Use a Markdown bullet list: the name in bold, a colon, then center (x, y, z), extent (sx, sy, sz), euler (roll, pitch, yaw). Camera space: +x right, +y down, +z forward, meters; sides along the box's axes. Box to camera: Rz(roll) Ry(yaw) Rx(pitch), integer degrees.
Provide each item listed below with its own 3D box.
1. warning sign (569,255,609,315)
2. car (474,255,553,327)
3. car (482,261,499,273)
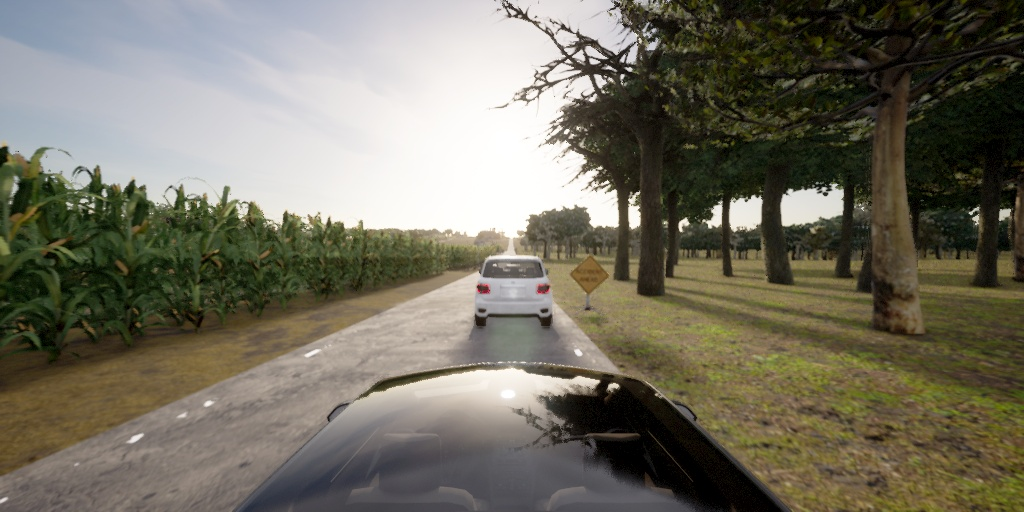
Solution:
- **warning sign**: center (2.452, 0.887, 11.709), extent (1.300, 1.860, 1.060), euler (0, 0, 0)
- **car**: center (0.055, 0.997, 11.768), extent (2.150, 2.045, 5.566), euler (0, 0, 1)
- **car**: center (-2.836, 1.440, 48.257), extent (2.033, 1.411, 5.357), euler (0, 0, 0)
